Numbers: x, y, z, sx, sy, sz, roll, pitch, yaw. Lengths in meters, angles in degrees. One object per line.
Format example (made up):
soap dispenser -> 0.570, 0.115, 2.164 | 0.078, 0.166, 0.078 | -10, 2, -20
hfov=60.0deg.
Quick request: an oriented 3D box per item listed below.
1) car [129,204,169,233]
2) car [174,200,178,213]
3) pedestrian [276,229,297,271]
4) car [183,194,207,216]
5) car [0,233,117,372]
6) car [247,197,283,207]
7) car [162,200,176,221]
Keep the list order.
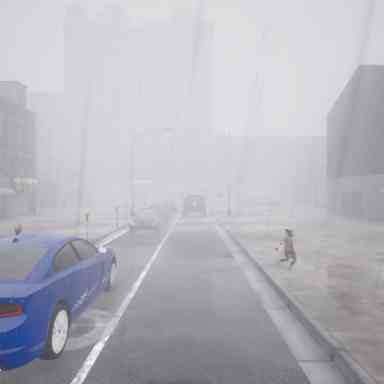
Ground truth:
car -> -2.540, 1.580, 19.326 | 1.802, 1.307, 4.206 | 0, 0, 0
car -> -2.455, 1.561, 35.682 | 1.947, 1.339, 4.313 | 0, 0, 0
pedestrian -> 2.564, 1.143, 8.937 | 0.375, 1.860, 0.375 | 0, 0, 0
car -> 0.253, 1.217, 32.808 | 2.150, 2.045, 5.566 | 0, 0, 1
car -> -2.720, 1.477, 5.965 | 1.882, 1.535, 5.008 | 0, 0, 0
car -> 10.181, 1.463, 46.155 | 4.902, 1.511, 2.128 | 0, 0, -1
car -> -2.511, 1.563, 24.778 | 1.947, 1.339, 4.313 | 0, 0, 0
